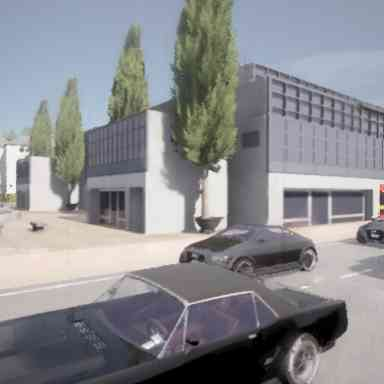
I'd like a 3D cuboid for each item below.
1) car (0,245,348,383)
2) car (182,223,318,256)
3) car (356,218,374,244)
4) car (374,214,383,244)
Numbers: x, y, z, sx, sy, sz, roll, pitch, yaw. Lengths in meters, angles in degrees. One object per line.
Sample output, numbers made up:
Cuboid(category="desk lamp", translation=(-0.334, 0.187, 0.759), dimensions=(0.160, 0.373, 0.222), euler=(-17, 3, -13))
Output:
Cuboid(category="car", translation=(-0.336, 1.616, 3.753), dimensions=(4.718, 1.301, 1.895), euler=(0, 0, -36))
Cuboid(category="car", translation=(1.700, 1.607, 9.527), dimensions=(4.181, 1.385, 1.994), euler=(0, 0, -35))
Cuboid(category="car", translation=(9.218, 1.645, 14.955), dimensions=(4.181, 1.385, 1.994), euler=(0, 0, -36))
Cuboid(category="car", translation=(7.364, 1.406, 9.304), dimensions=(4.553, 1.767, 2.097), euler=(0, 0, -36))
